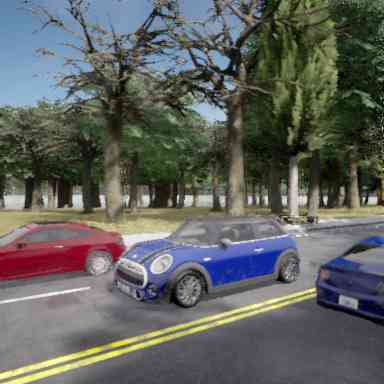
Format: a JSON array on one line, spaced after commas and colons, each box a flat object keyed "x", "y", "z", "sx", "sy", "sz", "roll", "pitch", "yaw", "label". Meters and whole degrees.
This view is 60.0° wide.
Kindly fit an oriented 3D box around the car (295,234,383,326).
[{"x": 4.307, "y": 1.556, "z": 6.512, "sx": 4.674, "sy": 1.442, "sz": 1.812, "roll": 0, "pitch": 0, "yaw": -35, "label": "car"}]

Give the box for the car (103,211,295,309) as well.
[{"x": 0.497, "y": 1.373, "z": 8.028, "sx": 4.553, "sy": 1.767, "sz": 2.097, "roll": 0, "pitch": 0, "yaw": -35, "label": "car"}]

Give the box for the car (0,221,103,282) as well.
[{"x": -4.021, "y": 1.533, "z": 8.798, "sx": 4.674, "sy": 1.442, "sz": 1.812, "roll": 0, "pitch": 0, "yaw": -35, "label": "car"}]
